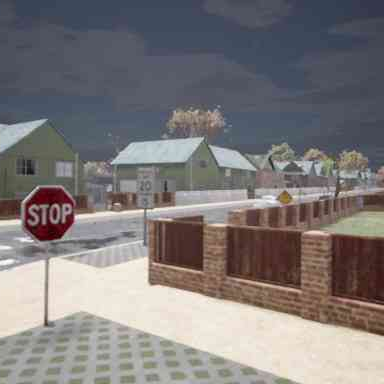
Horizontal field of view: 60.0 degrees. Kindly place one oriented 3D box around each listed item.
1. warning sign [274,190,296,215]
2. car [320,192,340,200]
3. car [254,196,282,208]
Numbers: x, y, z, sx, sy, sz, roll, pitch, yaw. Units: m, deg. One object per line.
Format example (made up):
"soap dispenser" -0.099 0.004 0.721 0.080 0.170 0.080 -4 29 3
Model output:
"warning sign" 7.117 0.762 25.411 1.300 1.860 1.060 1 0 35
"car" 19.923 0.713 47.843 1.895 1.301 4.718 2 2 35
"car" 7.093 1.040 29.585 1.812 1.442 4.674 2 2 35
